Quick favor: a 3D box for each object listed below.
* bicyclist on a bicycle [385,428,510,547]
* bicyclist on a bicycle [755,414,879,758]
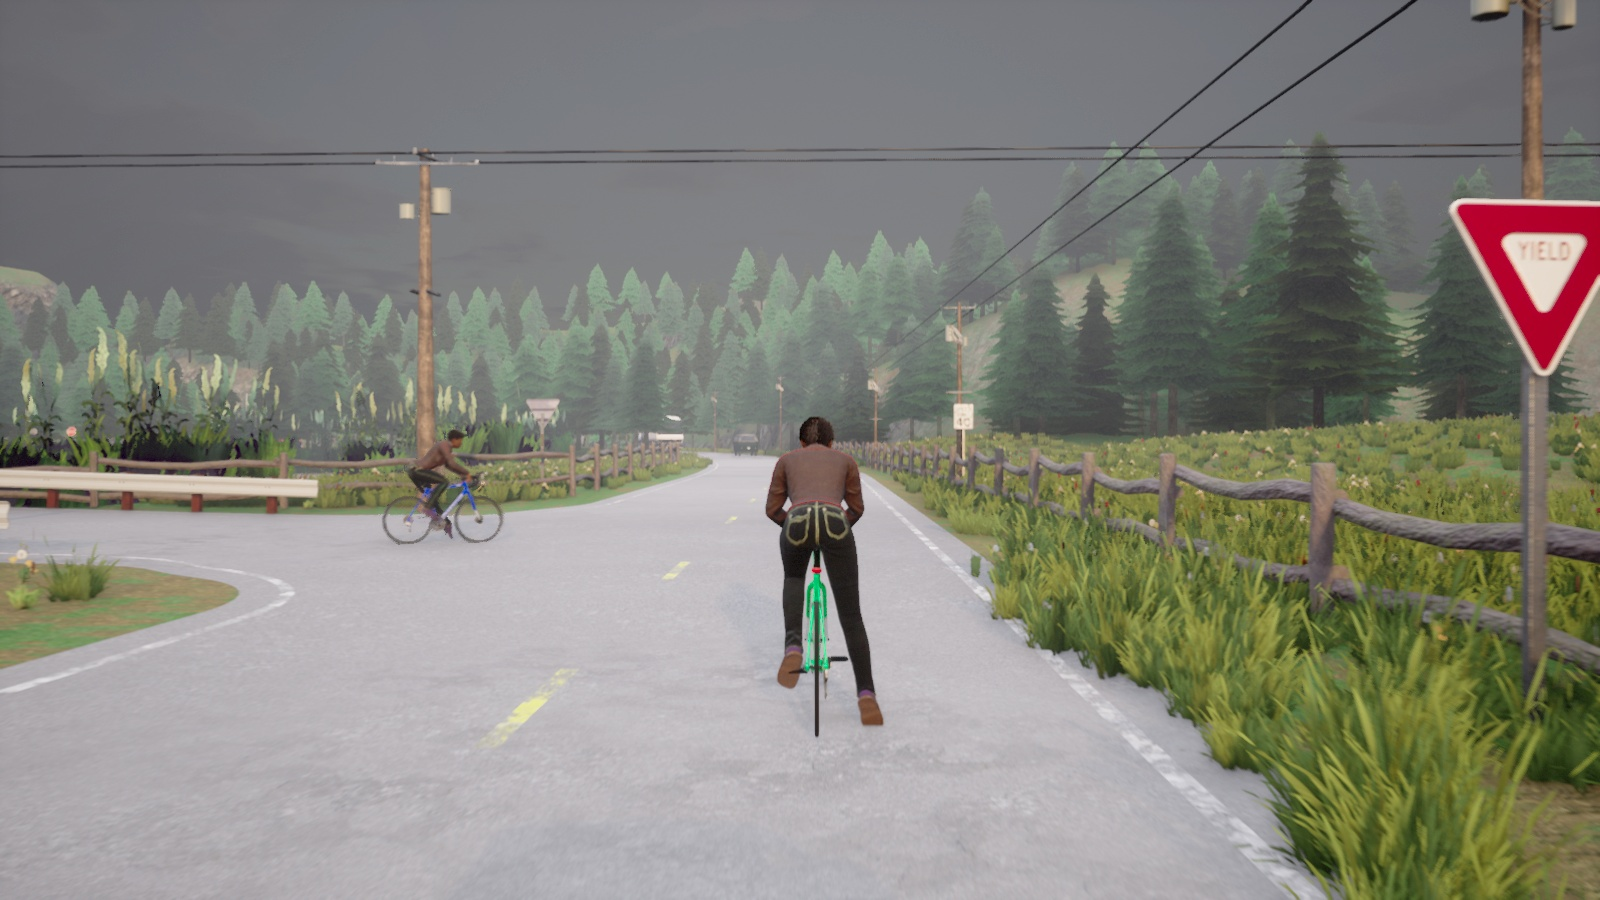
[{"bbox_3d":[-4.955,0.518,17.649,1.656,1.620,0.582,1,-1,-19],"label":"bicyclist on a bicycle"},{"bbox_3d":[0.088,0.639,6.741,0.582,1.620,1.656,0,0,1],"label":"bicyclist on a bicycle"}]
